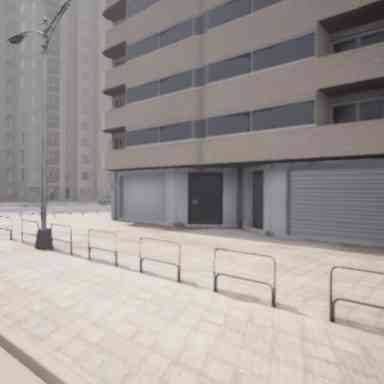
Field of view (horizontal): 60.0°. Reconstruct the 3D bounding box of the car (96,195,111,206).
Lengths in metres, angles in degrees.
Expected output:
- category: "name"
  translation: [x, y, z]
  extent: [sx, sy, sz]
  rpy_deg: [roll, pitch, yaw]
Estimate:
- category: "car"
  translation: [-11.450, 1.223, 47.667]
  extent: [1.837, 1.490, 4.892]
  rpy_deg: [1, 0, 40]
